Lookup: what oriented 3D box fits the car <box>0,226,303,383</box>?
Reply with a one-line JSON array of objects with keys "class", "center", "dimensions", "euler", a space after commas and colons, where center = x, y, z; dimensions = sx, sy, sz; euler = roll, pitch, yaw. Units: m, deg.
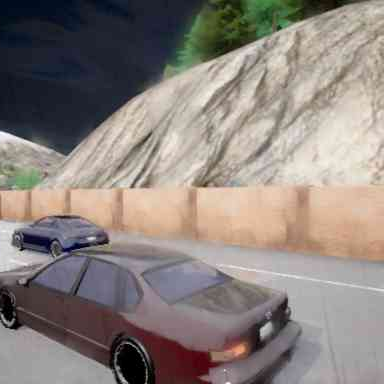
[{"class": "car", "center": [-1.173, 1.538, 5.117], "dimensions": [5.357, 1.411, 2.033], "euler": [0, 0, 38]}]

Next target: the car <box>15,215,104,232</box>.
[{"class": "car", "center": [-4.988, 1.557, 12.524], "dimensions": [4.181, 1.385, 1.994], "euler": [0, 0, 38]}]
